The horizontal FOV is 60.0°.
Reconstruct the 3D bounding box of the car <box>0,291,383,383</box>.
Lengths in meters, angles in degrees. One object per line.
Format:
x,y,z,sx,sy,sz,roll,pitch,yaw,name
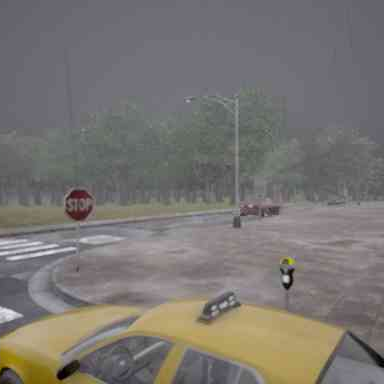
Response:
0.006,1.526,2.800,4.829,1.417,1.752,0,0,35,car

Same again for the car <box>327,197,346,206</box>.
22.039,1.461,50.560,1.895,1.301,4.718,0,0,36,car

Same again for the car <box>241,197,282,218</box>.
5.938,1.185,28.145,2.097,1.767,4.553,0,0,36,car
